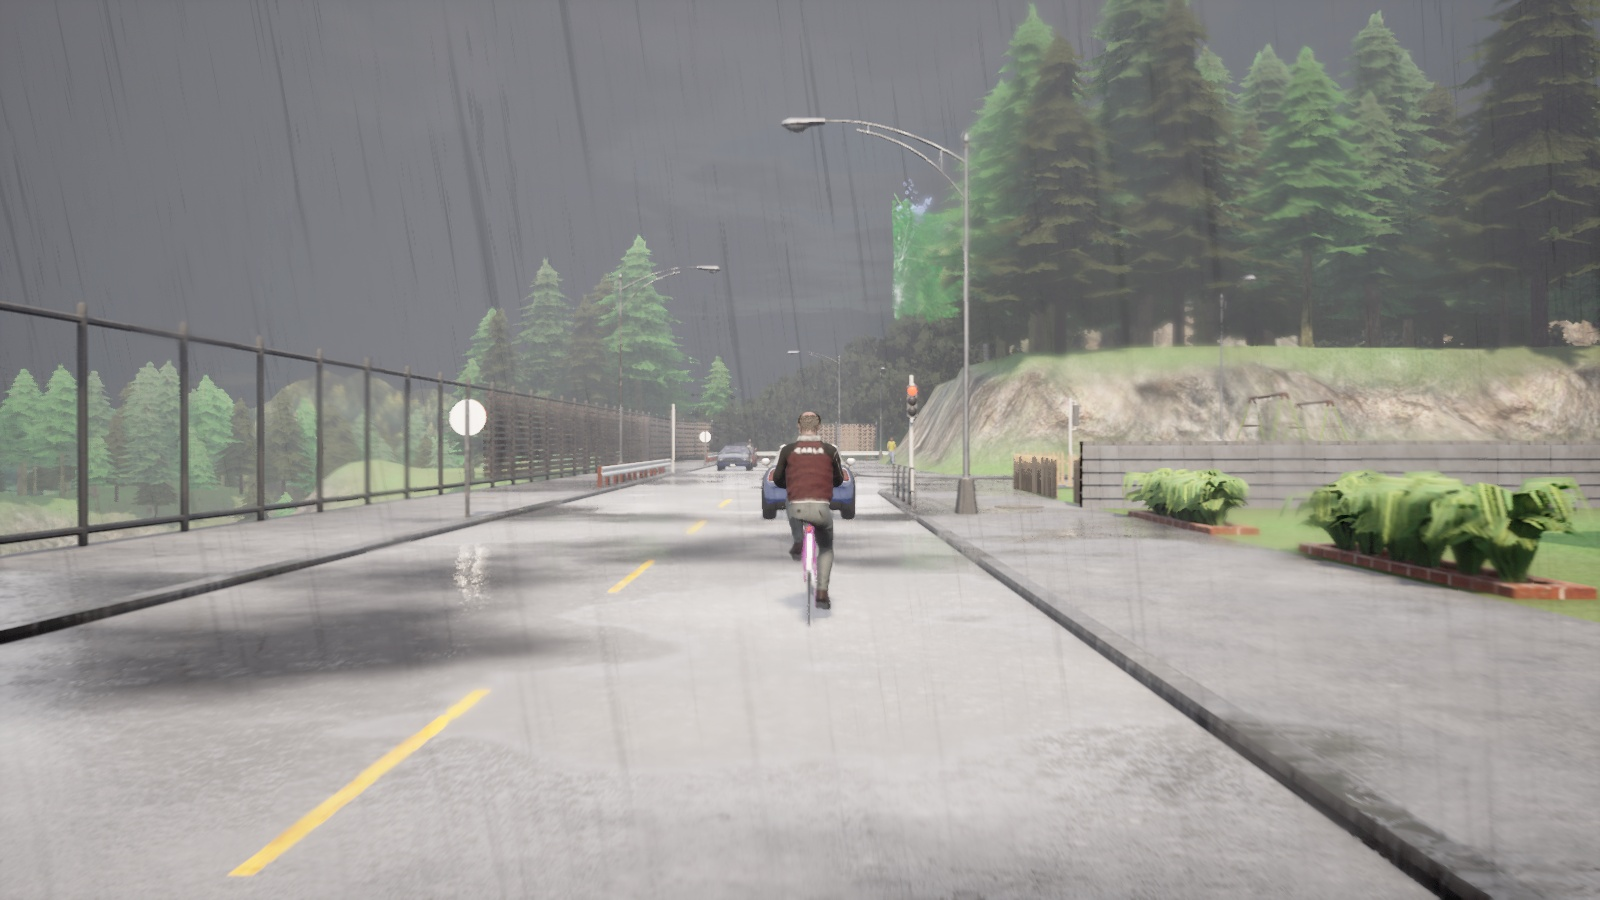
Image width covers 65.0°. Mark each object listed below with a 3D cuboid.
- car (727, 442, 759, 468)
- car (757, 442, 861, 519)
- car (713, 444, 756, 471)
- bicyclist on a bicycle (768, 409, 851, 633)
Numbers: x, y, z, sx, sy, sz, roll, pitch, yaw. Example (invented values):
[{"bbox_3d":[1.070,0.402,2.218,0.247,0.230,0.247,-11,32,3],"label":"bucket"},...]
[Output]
[{"bbox_3d":[-3.517,0.284,77.672,1.789,1.549,3.705,0,0,0],"label":"car"},{"bbox_3d":[0.171,0.567,25.774,1.970,1.475,3.806,0,0,0],"label":"car"},{"bbox_3d":[-3.537,0.403,68.810,2.033,1.411,5.357,0,0,0],"label":"car"},{"bbox_3d":[0.081,0.556,10.891,0.659,1.776,1.843,0,1,0],"label":"bicyclist on a bicycle"}]
